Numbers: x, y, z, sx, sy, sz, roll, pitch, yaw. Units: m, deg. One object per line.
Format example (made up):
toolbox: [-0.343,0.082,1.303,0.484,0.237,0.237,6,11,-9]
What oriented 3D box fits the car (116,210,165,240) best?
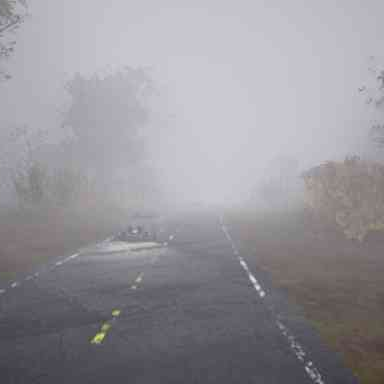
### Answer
car: [-2.642,1.690,17.822,1.994,1.385,4.181,0,0,3]

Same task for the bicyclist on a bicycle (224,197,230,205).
bicyclist on a bicycle: [7.557,1.933,74.414,0.659,1.776,1.843,0,0,10]

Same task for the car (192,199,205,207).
car: [1.235,2.002,59.268,1.994,1.385,4.181,0,0,8]

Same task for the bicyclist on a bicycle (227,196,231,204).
bicyclist on a bicycle: [9.232,2.004,83.206,0.659,1.776,1.843,0,0,11]
